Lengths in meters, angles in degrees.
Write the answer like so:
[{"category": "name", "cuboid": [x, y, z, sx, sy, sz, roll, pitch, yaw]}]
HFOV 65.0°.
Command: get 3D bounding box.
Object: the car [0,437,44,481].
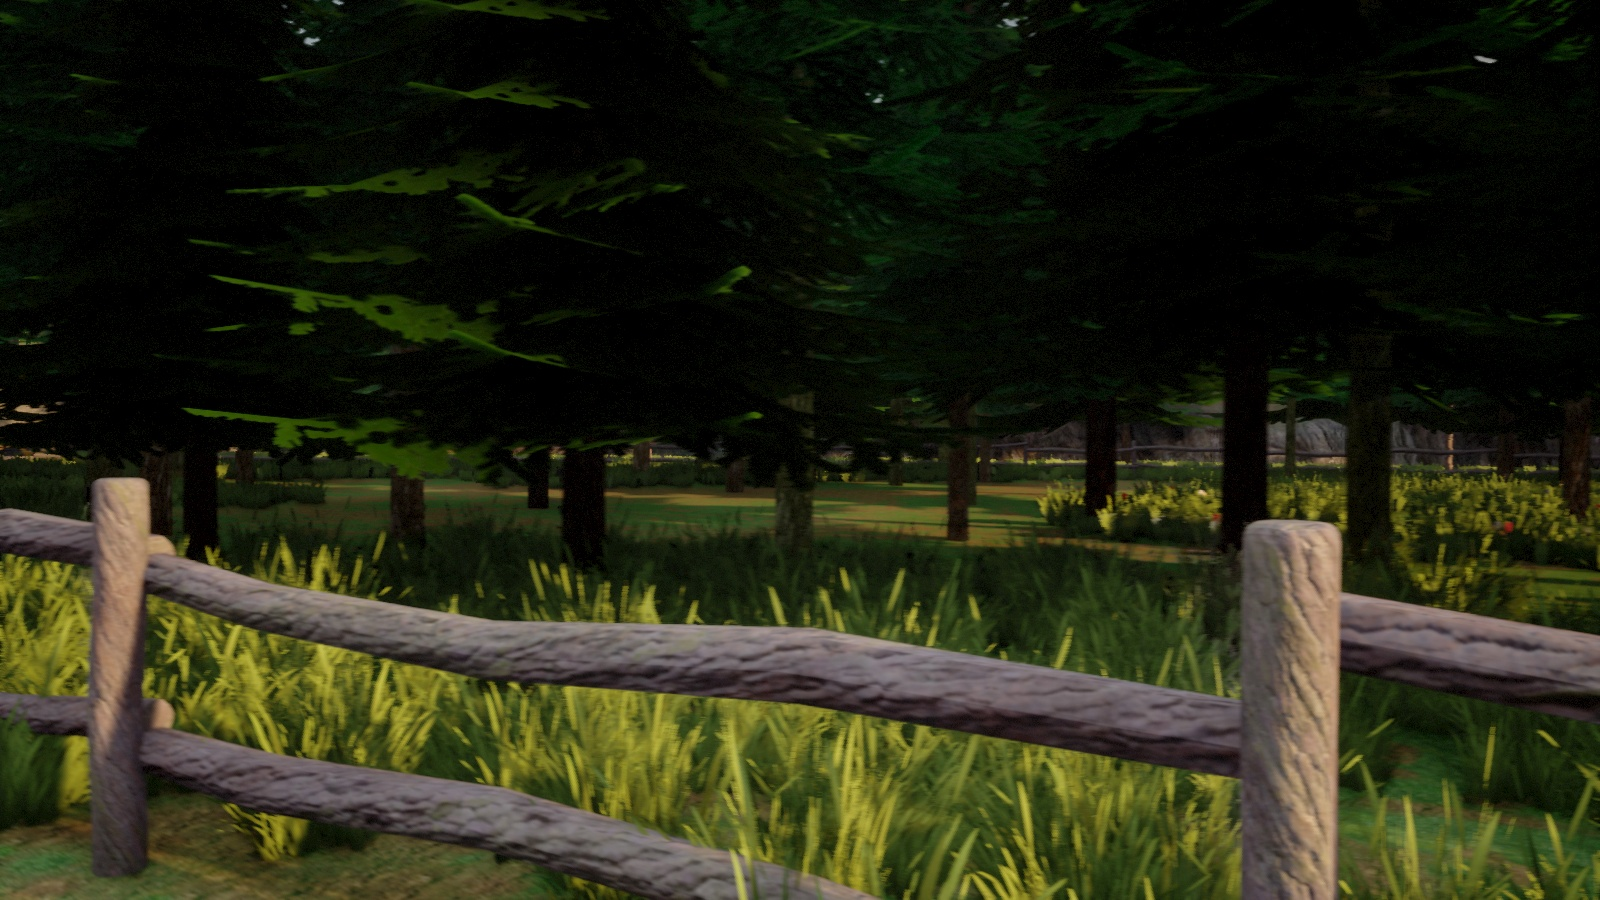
[{"category": "car", "cuboid": [-30.646, 0.358, 45.622, 5.366, 1.575, 1.801, -1, 1, -32]}]
